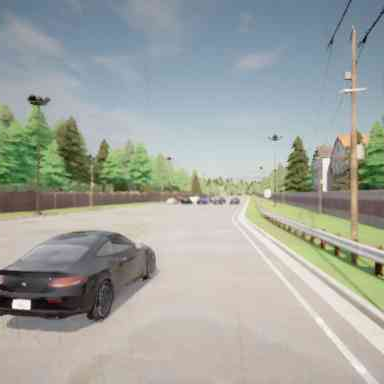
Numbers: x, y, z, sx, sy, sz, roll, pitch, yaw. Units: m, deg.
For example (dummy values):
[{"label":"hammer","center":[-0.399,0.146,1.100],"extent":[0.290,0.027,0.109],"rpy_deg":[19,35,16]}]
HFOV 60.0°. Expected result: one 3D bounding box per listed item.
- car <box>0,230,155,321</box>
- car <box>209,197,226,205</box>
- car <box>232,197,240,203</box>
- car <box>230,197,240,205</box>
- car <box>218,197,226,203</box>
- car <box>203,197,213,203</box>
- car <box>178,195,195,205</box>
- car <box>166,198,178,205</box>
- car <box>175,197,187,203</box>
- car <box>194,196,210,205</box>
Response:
[{"label":"car","center":[-2.220,1.579,7.389],"extent":[1.812,1.442,4.674],"rpy_deg":[0,0,10]},{"label":"car","center":[5.737,2.087,73.147],"extent":[2.128,1.511,4.902],"rpy_deg":[0,0,10]},{"label":"car","center":[10.994,2.011,82.801],"extent":[1.812,1.442,4.674],"rpy_deg":[0,0,10]},{"label":"car","center":[9.184,2.104,72.539],"extent":[2.033,1.411,5.357],"rpy_deg":[0,0,10]},{"label":"car","center":[7.547,2.009,83.410],"extent":[1.812,1.442,4.674],"rpy_deg":[0,0,10]},{"label":"car","center":[4.101,2.023,84.017],"extent":[2.033,1.411,5.357],"rpy_deg":[0,0,10]},{"label":"car","center":[-1.156,2.036,74.363],"extent":[1.882,1.535,5.008],"rpy_deg":[0,0,10]},{"label":"car","center":[-4.531,2.085,75.381],"extent":[1.812,1.442,4.674],"rpy_deg":[0,0,10]},{"label":"car","center":[-2.793,1.957,85.234],"extent":[1.882,1.535,5.008],"rpy_deg":[0,0,10]},{"label":"car","center":[2.363,2.088,74.165],"extent":[1.812,1.442,4.674],"rpy_deg":[0,0,10]}]
